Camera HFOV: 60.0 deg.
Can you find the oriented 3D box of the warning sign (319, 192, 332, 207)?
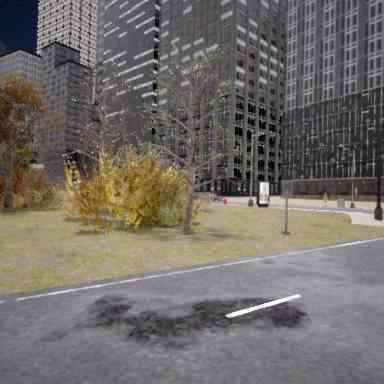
[{"bbox_3d":[17.788,0.995,44.392,1.300,1.860,1.060,2,-1,-40],"label":"warning sign"}]
